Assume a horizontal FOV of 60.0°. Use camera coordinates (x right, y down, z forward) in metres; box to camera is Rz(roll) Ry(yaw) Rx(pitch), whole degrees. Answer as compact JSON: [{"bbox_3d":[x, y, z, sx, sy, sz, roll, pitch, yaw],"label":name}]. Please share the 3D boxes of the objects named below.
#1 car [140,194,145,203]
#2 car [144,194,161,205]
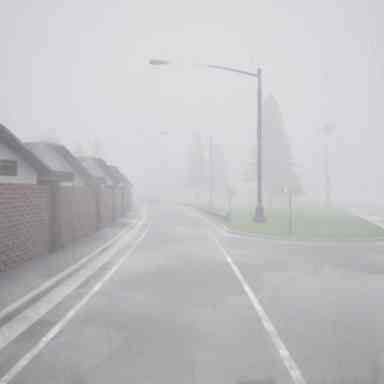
[{"bbox_3d":[-9.116,1.253,66.913,2.097,1.767,4.553,0,0,-17],"label":"car"},{"bbox_3d":[-6.532,1.377,57.154,1.882,1.535,5.008,0,0,-15],"label":"car"}]
